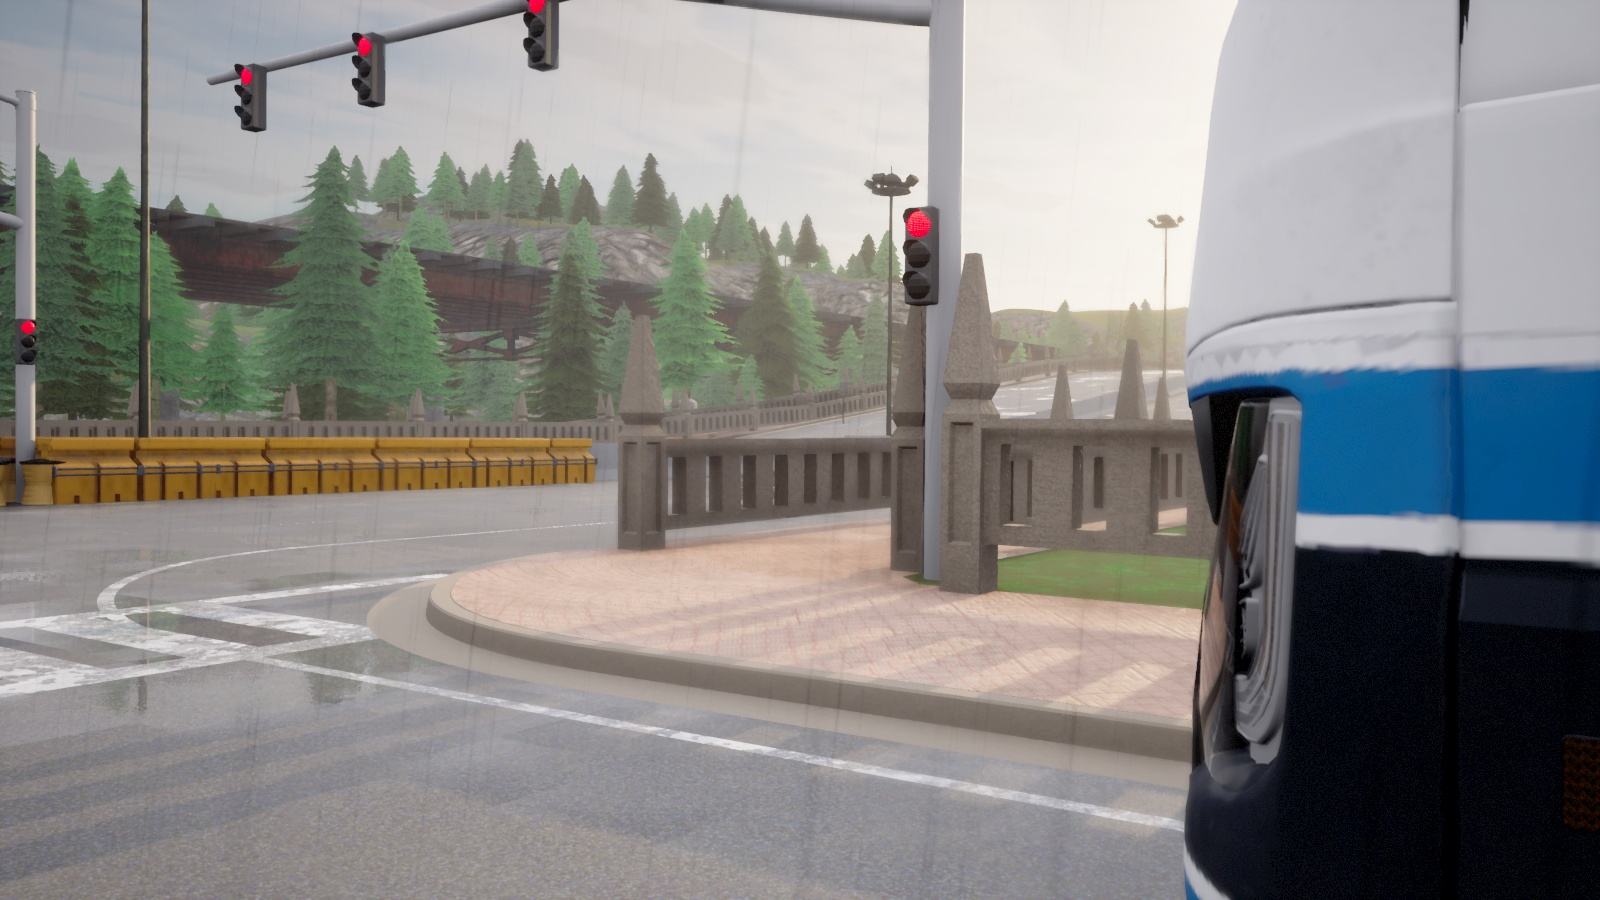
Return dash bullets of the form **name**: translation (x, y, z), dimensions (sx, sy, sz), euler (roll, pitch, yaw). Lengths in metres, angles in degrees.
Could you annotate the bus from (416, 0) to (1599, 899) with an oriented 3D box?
- **bus**: translation (4.895, -0.694, 0.344), dimensions (10.273, 4.253, 3.944), euler (0, 1, 34)
